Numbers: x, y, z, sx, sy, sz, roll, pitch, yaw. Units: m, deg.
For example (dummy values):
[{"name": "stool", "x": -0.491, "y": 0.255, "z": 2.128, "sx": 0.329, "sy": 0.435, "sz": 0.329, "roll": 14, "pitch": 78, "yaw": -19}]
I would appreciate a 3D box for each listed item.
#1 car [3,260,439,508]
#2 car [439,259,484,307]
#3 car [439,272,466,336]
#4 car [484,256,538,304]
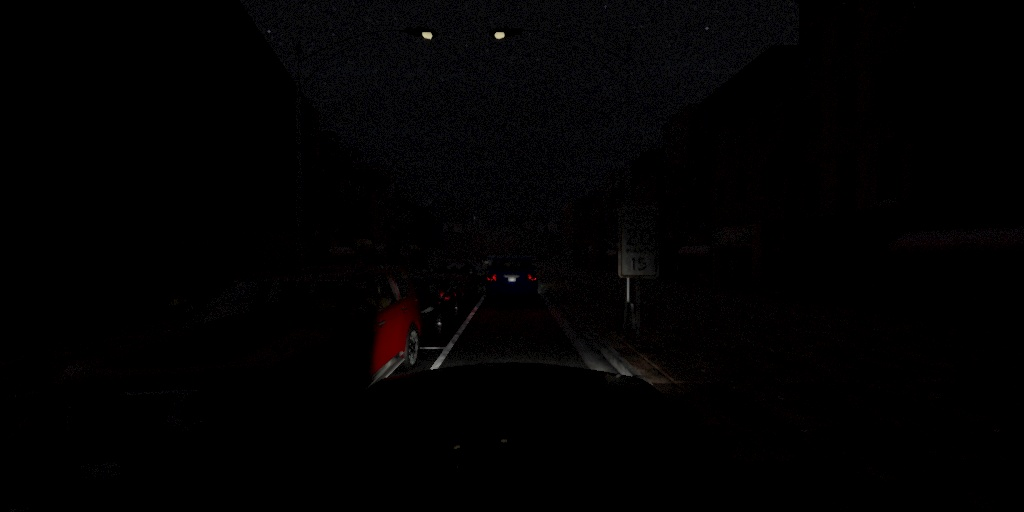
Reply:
[{"name": "car", "x": -2.638, "y": 1.062, "z": 4.819, "sx": 2.192, "sy": 1.841, "sz": 5.009, "roll": 0, "pitch": 0, "yaw": 0}, {"name": "car", "x": -2.638, "y": 1.063, "z": 15.673, "sx": 2.192, "sy": 1.841, "sz": 5.009, "roll": 0, "pitch": 0, "yaw": 0}, {"name": "car", "x": -2.638, "y": 1.314, "z": 10.246, "sx": 1.948, "sy": 1.339, "sz": 4.313, "roll": 0, "pitch": 0, "yaw": 0}, {"name": "car", "x": 0.000, "y": 1.008, "z": 16.531, "sx": 2.150, "sy": 2.045, "sz": 5.566, "roll": 0, "pitch": 0, "yaw": 0}]
